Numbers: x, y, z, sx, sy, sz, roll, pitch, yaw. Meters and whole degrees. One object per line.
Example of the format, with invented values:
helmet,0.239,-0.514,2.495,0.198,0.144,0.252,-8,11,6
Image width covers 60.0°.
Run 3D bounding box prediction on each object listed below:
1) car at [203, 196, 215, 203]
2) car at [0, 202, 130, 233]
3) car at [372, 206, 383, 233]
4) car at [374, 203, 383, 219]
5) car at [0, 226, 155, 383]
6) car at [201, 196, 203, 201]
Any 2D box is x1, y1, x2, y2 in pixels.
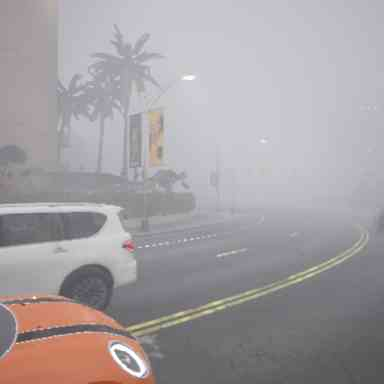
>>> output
car,4.701,1.920,83.474,2.097,1.535,5.008,0,0,-2
car,-3.678,1.229,5.826,5.566,2.045,2.150,1,0,-38
car,12.415,1.648,20.654,1.882,1.535,5.008,0,0,24
car,18.972,1.823,31.222,1.994,1.385,4.181,0,0,9
car,-2.490,1.349,2.224,4.553,1.767,2.097,0,0,-36
car,4.347,1.825,89.891,2.185,1.767,4.553,0,0,-2
